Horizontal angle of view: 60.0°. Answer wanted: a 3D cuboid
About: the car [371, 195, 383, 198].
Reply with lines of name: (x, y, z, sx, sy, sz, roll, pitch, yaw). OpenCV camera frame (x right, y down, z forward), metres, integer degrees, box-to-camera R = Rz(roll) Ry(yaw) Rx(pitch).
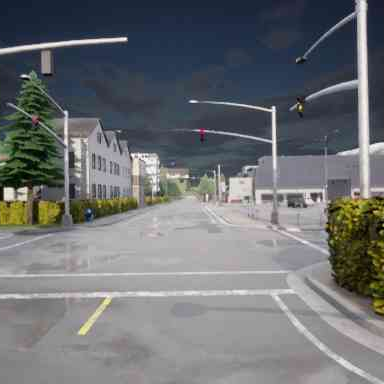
car: (19.129, 1.179, 31.236, 1.905, 1.878, 3.866, -1, -1, 0)

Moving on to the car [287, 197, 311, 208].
car: (15.446, 1.622, 49.105, 2.007, 1.523, 4.514, -1, -1, 0)

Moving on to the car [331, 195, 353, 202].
car: (25.509, 1.390, 56.498, 2.152, 1.636, 5.027, -1, -1, 0)

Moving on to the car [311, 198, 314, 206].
car: (19.094, 1.565, 56.161, 1.970, 1.475, 3.806, -1, -1, 0)
